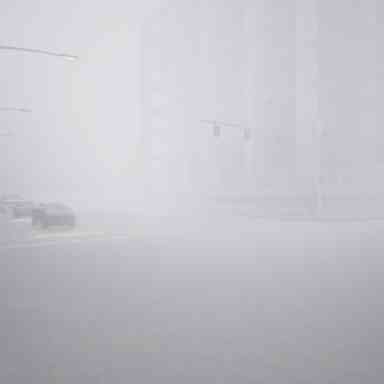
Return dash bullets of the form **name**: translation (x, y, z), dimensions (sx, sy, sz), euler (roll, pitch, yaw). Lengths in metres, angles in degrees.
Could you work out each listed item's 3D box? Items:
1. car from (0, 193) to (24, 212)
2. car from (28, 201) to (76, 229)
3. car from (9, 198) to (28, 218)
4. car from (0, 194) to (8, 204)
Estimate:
- **car**: translation (-21.073, 1.201, 38.854), dimensions (2.150, 2.045, 5.566), euler (0, 0, -35)
- **car**: translation (-9.116, 1.460, 21.780), dimensions (1.882, 1.535, 5.008), euler (0, 0, -35)
- **car**: translation (-14.753, 1.545, 29.807), dimensions (1.994, 1.385, 4.181), euler (0, 0, -35)
- **car**: translation (-29.644, 1.117, 51.271), dimensions (1.812, 1.442, 4.674), euler (0, 0, -35)
